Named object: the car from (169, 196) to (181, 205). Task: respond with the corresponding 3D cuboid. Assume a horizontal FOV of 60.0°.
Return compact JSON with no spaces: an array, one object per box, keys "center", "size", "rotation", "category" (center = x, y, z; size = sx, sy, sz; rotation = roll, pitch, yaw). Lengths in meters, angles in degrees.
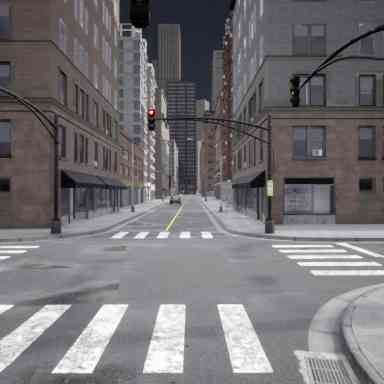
[{"center":[-2.979,1.458,59.658],"size":[1.882,1.535,5.008],"rotation":[0,0,0],"category":"car"}]
